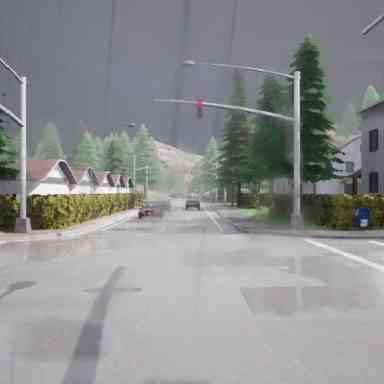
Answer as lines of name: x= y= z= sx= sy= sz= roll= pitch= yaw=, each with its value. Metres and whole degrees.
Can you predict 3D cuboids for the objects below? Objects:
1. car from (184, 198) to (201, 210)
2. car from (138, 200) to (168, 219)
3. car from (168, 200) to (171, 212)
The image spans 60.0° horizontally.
car: x=0.100 y=1.518 z=43.303 sx=1.837 sy=1.490 sz=4.892 roll=0 pitch=0 yaw=0
car: x=-3.501 y=1.573 z=29.336 sx=1.994 sy=1.385 sz=4.181 roll=0 pitch=0 yaw=0
car: x=-3.501 y=1.613 z=39.331 sx=1.895 sy=1.301 sz=4.718 roll=0 pitch=0 yaw=0
